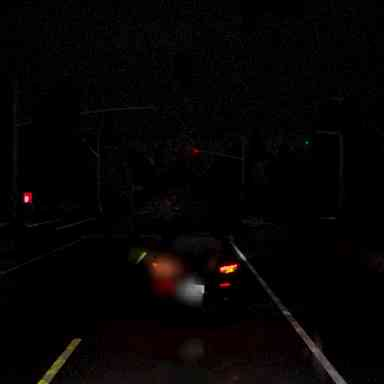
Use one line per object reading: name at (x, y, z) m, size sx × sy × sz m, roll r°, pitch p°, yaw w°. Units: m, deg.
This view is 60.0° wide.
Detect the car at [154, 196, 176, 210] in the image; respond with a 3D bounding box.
car at (-3.560, 1.368, 42.380) m, size 2.097 × 1.767 × 4.553 m, roll 0°, pitch 0°, yaw 2°

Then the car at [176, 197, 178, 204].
car at (-3.554, 1.545, 52.213) m, size 1.812 × 1.442 × 4.674 m, roll 0°, pitch 0°, yaw 0°

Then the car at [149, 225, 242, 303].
car at (0.079, 1.529, 8.083) m, size 1.812 × 1.442 × 4.674 m, roll 0°, pitch 0°, yaw 0°

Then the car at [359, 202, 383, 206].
car at (15.560, 1.539, 28.648) m, size 5.357 × 1.411 × 2.033 m, roll 0°, pitch 0°, yaw -6°

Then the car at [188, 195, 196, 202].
car at (0.060, 1.555, 80.877) m, size 2.128 × 1.511 × 4.902 m, roll 0°, pitch 0°, yaw 0°
